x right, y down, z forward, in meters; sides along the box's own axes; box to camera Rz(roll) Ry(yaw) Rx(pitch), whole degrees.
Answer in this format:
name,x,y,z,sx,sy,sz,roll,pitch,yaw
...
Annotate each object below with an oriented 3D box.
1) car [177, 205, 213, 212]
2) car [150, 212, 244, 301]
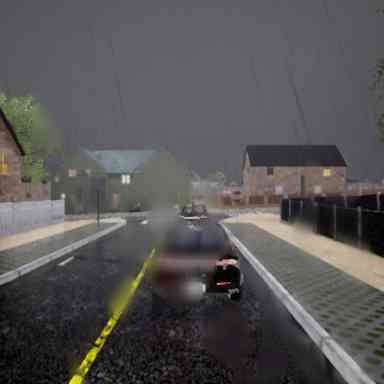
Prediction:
name,x,y,z,sx,sy,sz,roll,pitch,yaw
car,0.161,1.488,18.857,2.128,1.511,4.902,0,0,2
car,0.099,1.489,8.318,2.128,1.511,4.902,0,0,0
